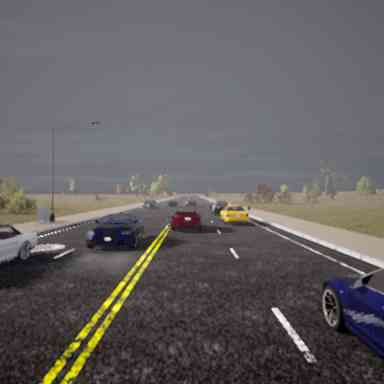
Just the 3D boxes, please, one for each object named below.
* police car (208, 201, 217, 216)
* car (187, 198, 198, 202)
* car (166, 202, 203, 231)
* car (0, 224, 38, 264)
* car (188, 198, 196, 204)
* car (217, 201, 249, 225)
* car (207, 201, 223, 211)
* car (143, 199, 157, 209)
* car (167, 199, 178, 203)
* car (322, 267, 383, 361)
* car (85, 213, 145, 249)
[{"bbox_3d":[3.257,1.788,36.915,2.038,1.542,4.974,0,0,0],"label":"police car"},{"bbox_3d":[0.053,2.003,61.884,2.033,1.411,5.357,0,0,1],"label":"car"},{"bbox_3d":[-0.470,1.678,22.299,2.163,1.488,4.792,0,0,-6],"label":"car"},{"bbox_3d":[-6.600,1.680,10.021,1.895,1.301,4.718,0,0,0],"label":"car"},{"bbox_3d":[0.016,2.160,78.878,1.895,1.301,4.718,0,0,0],"label":"car"},{"bbox_3d":[3.255,1.659,26.105,1.801,1.575,5.366,0,0,0],"label":"car"},{"bbox_3d":[3.260,1.962,47.943,1.895,1.301,4.718,0,0,0],"label":"car"},{"bbox_3d":[-6.580,1.885,52.401,2.128,1.511,4.902,0,-1,0],"label":"car"},{"bbox_3d":[-3.316,1.992,57.762,1.994,1.385,4.181,0,0,0],"label":"car"},{"bbox_3d":[3.250,1.536,3.945,2.163,1.488,4.792,0,0,0],"label":"car"},{"bbox_3d":[-3.349,1.683,15.147,1.994,1.385,4.181,0,0,0],"label":"car"}]
